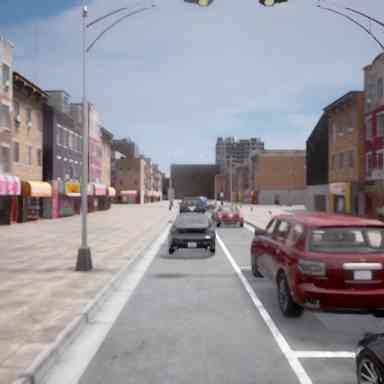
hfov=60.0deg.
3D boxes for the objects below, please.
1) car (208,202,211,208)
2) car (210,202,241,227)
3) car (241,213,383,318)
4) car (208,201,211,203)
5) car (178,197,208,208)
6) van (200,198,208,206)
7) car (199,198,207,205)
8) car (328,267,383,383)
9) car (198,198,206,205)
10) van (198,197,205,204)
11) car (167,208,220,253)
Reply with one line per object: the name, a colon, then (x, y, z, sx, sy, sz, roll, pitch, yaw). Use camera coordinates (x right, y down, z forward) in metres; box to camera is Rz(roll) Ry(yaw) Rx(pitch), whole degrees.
car: (2.630, 1.875, 30.233, 1.802, 1.307, 4.206, 0, -1, 0)
car: (2.631, 1.677, 24.555, 1.967, 1.590, 4.097, 0, -1, 0)
car: (2.636, 1.388, 7.518, 2.192, 1.841, 5.009, 0, -1, 0)
car: (2.625, 2.030, 47.270, 2.008, 1.369, 4.403, 0, -1, 0)
car: (-0.006, 1.498, 29.020, 2.150, 2.045, 5.566, 0, 0, 0)
van: (2.618, 2.142, 74.273, 1.690, 1.788, 3.998, 0, -1, 0)
car: (2.617, 2.308, 79.747, 1.967, 1.590, 4.097, 0, -1, 0)
car: (2.637, 1.584, 1.836, 1.947, 1.339, 4.313, 0, -1, 0)
car: (2.616, 2.376, 85.222, 1.967, 1.590, 4.097, 0, -1, 0)
van: (2.614, 2.345, 90.699, 1.690, 1.788, 3.998, 0, -1, 0)
car: (0.001, 1.646, 14.300, 1.837, 1.490, 4.892, 0, 0, 0)
